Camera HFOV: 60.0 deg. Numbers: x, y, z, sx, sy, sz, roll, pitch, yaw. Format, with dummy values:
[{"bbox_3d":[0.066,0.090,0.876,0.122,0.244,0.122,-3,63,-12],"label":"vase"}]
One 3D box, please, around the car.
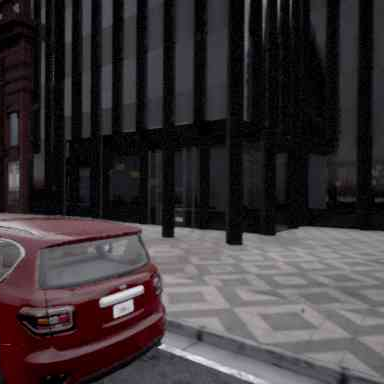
[{"bbox_3d":[-2.657,1.279,4.862,5.009,1.841,2.192,1,0,36],"label":"car"}]
